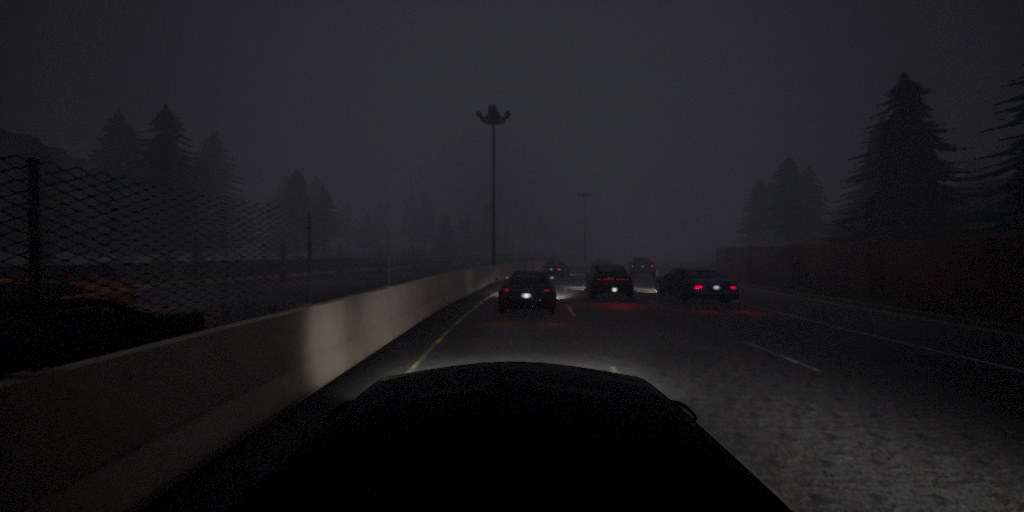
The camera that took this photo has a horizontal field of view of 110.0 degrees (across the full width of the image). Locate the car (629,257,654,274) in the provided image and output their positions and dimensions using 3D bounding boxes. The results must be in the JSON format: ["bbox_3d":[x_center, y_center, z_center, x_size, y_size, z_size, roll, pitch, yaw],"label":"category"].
[{"bbox_3d":[11.473,0.892,31.865,2.097,1.767,4.553,0,0,17],"label":"car"}]

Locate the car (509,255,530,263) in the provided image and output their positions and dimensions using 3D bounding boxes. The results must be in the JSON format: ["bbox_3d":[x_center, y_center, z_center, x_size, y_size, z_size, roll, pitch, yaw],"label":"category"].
[{"bbox_3d":[2.022,0.859,54.721,2.128,1.511,4.902,0,1,28],"label":"car"}]

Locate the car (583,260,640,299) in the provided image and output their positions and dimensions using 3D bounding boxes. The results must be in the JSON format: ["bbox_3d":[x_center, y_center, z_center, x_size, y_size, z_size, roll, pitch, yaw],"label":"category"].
[{"bbox_3d":[4.603,1.145,17.384,1.837,1.490,4.892,0,0,8],"label":"car"}]

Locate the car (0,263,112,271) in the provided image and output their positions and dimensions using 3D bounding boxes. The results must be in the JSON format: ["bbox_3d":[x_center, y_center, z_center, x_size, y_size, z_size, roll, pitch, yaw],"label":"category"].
[{"bbox_3d":[-13.803,1.031,10.125,2.097,1.767,4.553,0,0,3],"label":"car"}]

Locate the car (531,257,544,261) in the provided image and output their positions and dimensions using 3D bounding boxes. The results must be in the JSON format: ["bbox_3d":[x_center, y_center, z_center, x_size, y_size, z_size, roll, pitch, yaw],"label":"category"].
[{"bbox_3d":[4.851,0.890,52.622,1.837,1.490,4.892,0,1,28],"label":"car"}]

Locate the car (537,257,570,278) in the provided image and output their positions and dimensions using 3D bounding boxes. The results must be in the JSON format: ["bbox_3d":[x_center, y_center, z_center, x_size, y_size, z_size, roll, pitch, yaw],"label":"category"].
[{"bbox_3d":[3.819,1.089,30.921,2.033,1.411,5.357,0,0,16],"label":"car"}]

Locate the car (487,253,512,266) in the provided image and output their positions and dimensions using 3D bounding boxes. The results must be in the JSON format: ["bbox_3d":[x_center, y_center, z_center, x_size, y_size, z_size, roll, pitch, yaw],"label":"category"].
[{"bbox_3d":[-1.748,0.584,55.071,2.150,2.045,5.566,0,0,27],"label":"car"}]

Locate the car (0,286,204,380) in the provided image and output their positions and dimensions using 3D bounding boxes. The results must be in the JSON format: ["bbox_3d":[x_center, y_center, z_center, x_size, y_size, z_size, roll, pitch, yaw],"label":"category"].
[{"bbox_3d":[-7.066,1.323,4.847,1.895,1.301,4.718,0,0,1],"label":"car"}]

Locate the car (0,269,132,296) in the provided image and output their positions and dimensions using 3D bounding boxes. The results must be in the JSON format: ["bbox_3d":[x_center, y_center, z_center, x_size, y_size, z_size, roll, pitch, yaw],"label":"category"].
[{"bbox_3d":[-10.460,1.182,6.865,1.882,1.535,5.008,0,0,2],"label":"car"}]

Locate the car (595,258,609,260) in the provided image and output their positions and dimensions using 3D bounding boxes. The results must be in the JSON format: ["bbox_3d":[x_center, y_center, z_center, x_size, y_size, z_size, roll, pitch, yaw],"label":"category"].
[{"bbox_3d":[8.773,0.994,34.870,1.882,1.535,5.008,0,0,19],"label":"car"}]

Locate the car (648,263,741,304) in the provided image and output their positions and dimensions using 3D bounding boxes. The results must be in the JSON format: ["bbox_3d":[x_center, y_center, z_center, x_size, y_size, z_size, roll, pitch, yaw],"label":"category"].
[{"bbox_3d":[7.849,1.202,15.742,2.033,1.411,5.357,0,0,7],"label":"car"}]

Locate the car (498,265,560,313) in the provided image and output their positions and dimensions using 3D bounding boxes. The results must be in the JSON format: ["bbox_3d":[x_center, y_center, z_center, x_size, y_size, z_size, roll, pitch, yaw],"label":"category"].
[{"bbox_3d":[0.645,1.229,13.541,1.994,1.385,4.181,0,0,5],"label":"car"}]
